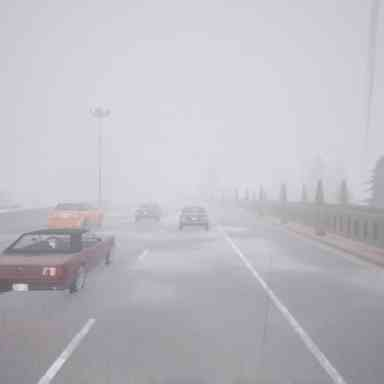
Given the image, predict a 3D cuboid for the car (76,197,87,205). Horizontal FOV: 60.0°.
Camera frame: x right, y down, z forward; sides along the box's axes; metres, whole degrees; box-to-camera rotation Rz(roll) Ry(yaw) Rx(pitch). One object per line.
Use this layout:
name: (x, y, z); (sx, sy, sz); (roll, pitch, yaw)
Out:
car: (-21.872, 1.731, 65.822); (1.812, 1.442, 4.674); (0, 0, -21)

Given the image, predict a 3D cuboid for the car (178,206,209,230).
car: (0.102, 1.570, 21.333); (2.033, 1.411, 5.357); (0, 0, 0)

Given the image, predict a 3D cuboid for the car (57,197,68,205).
car: (-25.218, 1.736, 64.754); (1.812, 1.442, 4.674); (0, 0, -24)

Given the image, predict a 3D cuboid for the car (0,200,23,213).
car: (-21.931, 1.642, 39.555); (1.994, 1.385, 4.181); (0, 0, -7)

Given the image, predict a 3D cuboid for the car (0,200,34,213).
car: (-14.140, 1.557, 25.162); (1.812, 1.442, 4.674); (0, 0, -1)

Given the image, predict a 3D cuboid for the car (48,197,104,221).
car: (-6.897, 1.373, 20.203); (2.097, 1.767, 4.553); (0, 0, 0)

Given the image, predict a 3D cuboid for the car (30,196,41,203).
car: (-36.802, 1.747, 77.940); (1.882, 1.535, 5.008); (0, 0, -33)

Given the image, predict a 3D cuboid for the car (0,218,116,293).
car: (-3.398, 1.607, 8.821); (1.895, 1.301, 4.718); (0, 0, 0)

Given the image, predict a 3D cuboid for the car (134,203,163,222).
car: (-3.410, 1.581, 26.826); (2.033, 1.411, 5.357); (0, 0, 0)
